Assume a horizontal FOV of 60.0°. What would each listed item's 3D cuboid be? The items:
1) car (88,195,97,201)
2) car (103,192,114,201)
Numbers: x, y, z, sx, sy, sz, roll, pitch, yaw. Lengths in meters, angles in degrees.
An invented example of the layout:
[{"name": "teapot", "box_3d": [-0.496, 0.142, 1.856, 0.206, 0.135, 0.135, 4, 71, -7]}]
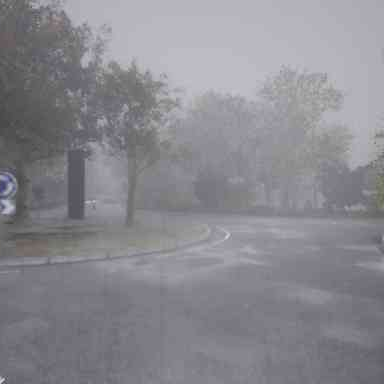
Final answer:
[{"name": "car", "box_3d": [-23.114, 1.438, 77.288, 1.895, 1.301, 4.718, 0, 0, -14]}, {"name": "car", "box_3d": [-19.119, 1.082, 75.801, 2.150, 2.045, 5.566, 0, 0, -14]}]
